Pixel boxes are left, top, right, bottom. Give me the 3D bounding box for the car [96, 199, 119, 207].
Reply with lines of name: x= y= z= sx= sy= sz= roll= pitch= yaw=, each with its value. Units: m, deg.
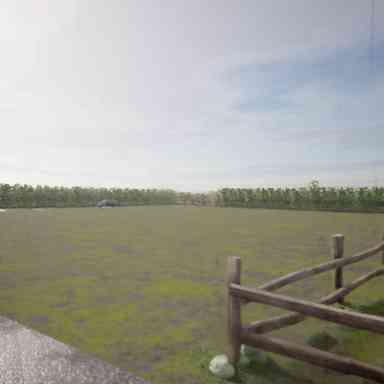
car: x=-16.283 y=2.181 z=64.457 sx=2.128 sy=1.511 sz=4.902 roll=-1 pitch=-1 yaw=36
